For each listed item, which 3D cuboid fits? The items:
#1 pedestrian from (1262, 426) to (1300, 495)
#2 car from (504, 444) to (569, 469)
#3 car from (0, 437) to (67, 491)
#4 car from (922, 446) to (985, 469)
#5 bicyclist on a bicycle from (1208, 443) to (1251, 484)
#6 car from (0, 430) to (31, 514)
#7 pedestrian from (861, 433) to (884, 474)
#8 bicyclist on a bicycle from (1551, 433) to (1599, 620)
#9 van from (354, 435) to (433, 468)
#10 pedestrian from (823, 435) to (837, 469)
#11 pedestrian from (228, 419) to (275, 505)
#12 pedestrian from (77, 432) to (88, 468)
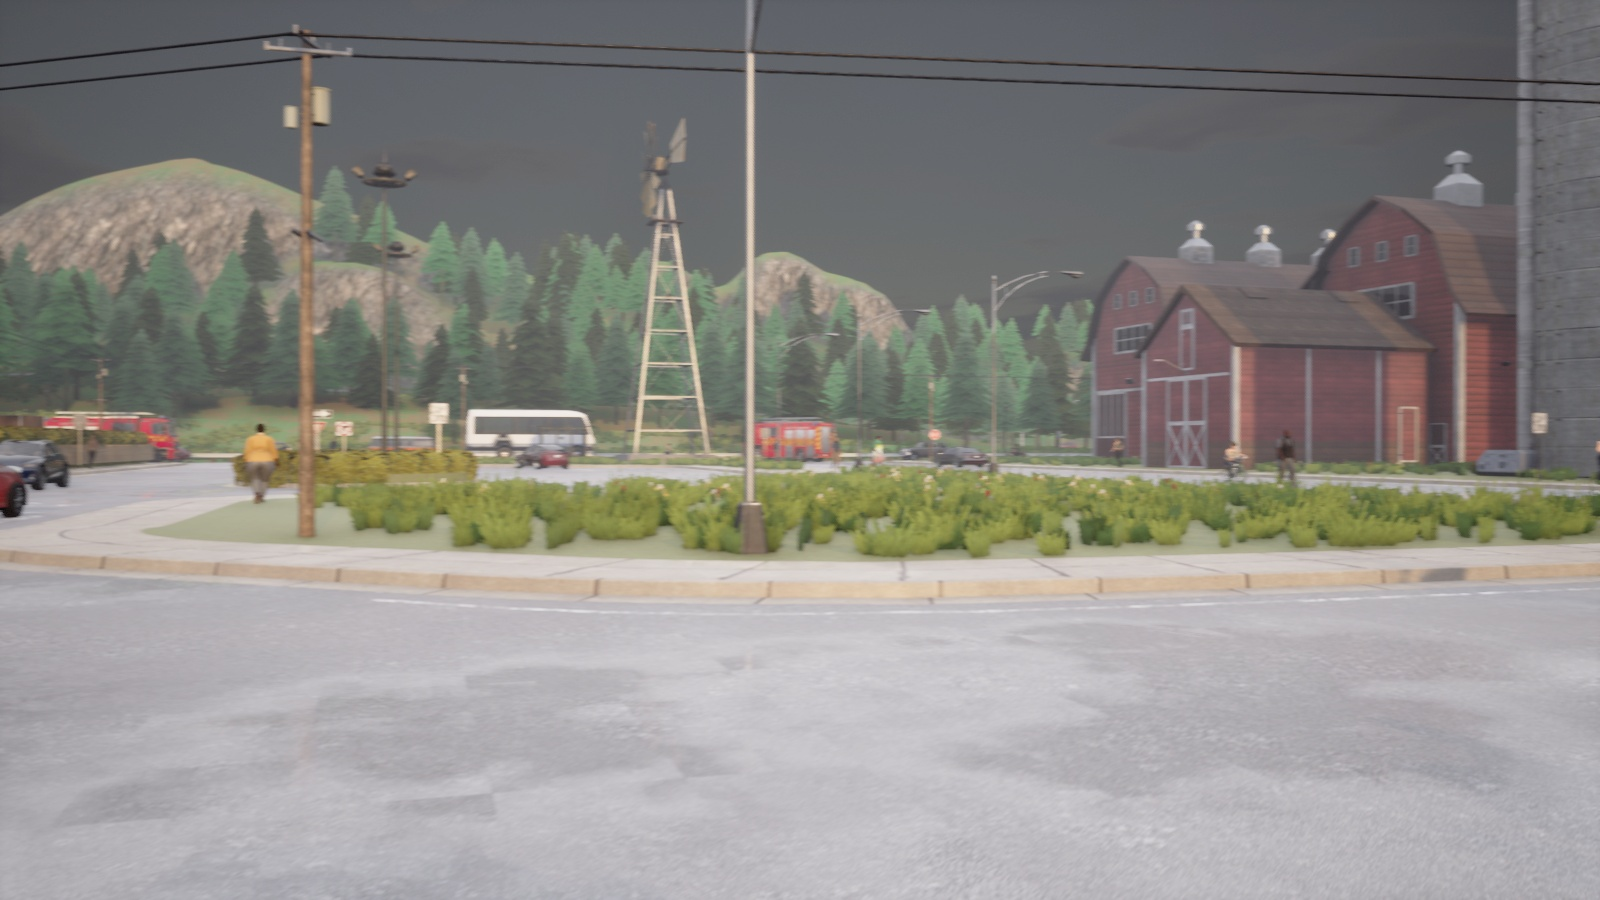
[{"bbox_3d":[13.307,0.297,34.747,0.563,1.883,0.849,0,0,-16],"label":"pedestrian"},{"bbox_3d":[-15.922,0.379,75.616,2.163,1.488,4.792,0,0,-34],"label":"car"},{"bbox_3d":[-25.698,0.426,40.970,2.033,1.649,4.856,0,0,-17],"label":"car"},{"bbox_3d":[10.039,0.478,82.561,2.033,1.411,5.357,0,0,-18],"label":"car"},{"bbox_3d":[17.059,0.526,49.902,0.866,1.612,1.509,0,0,-18],"label":"bicyclist on a bicycle"},{"bbox_3d":[-16.807,0.439,23.590,2.242,1.667,4.611,0,0,-6],"label":"car"},{"bbox_3d":[3.439,0.161,59.733,0.659,1.952,0.873,0,0,-40],"label":"pedestrian"},{"bbox_3d":[7.589,0.660,11.083,1.509,1.612,0.866,0,0,-18],"label":"bicyclist on a bicycle"},{"bbox_3d":[-25.531,0.089,79.034,4.442,1.987,1.775,0,0,-4],"label":"van"},{"bbox_3d":[1.631,0.116,69.049,0.540,1.848,0.694,0,0,-21],"label":"pedestrian"},{"bbox_3d":[-12.037,0.249,27.559,0.874,1.855,0.900,0,0,-19],"label":"pedestrian"},{"bbox_3d":[-37.578,0.010,65.779,0.331,1.846,0.634,0,0,-16],"label":"pedestrian"}]
